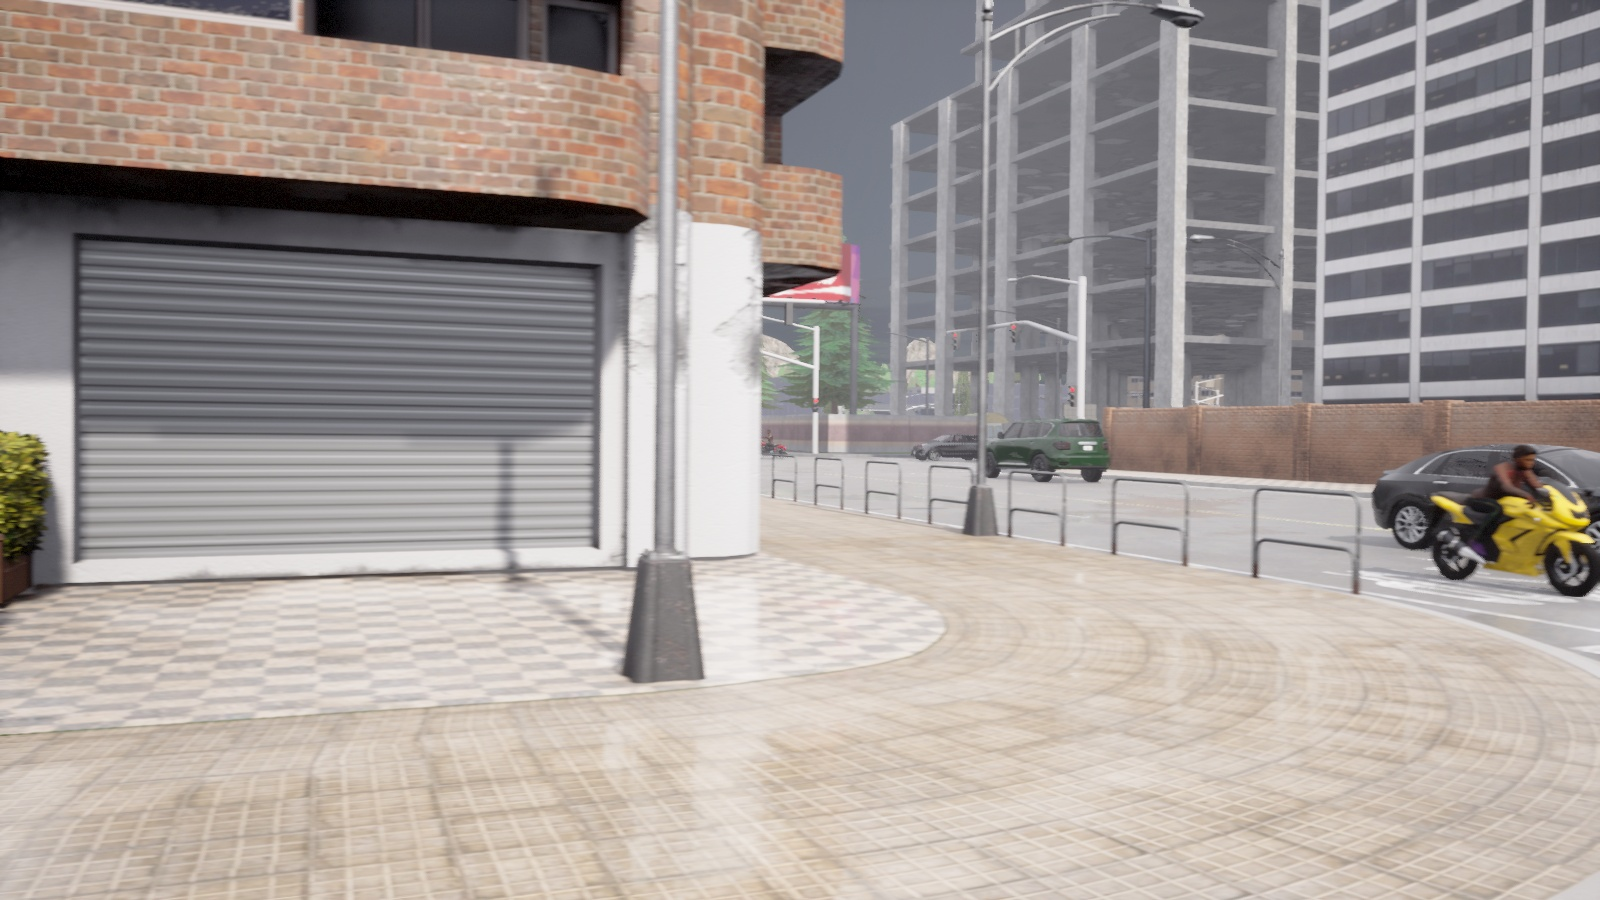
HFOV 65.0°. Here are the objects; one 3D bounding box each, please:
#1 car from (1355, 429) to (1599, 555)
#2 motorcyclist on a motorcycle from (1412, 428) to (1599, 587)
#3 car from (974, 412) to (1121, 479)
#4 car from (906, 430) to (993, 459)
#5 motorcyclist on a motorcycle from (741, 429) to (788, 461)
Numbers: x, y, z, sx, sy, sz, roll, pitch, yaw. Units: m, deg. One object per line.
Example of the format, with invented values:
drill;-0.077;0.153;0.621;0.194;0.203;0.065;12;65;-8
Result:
car;9.966;0.479;16.680;1.837;1.490;4.892;-1;1;-21
motorcyclist on a motorcycle;7.547;0.539;13.170;0.797;1.523;2.044;-1;1;-21
car;8.051;-0.191;41.544;2.150;2.045;5.566;-1;1;-21
car;7.943;-0.302;66.600;4.193;1.474;1.816;-1;1;-20
motorcyclist on a motorcycle;-1.879;-0.261;66.686;2.350;1.649;0.766;-1;1;-20
